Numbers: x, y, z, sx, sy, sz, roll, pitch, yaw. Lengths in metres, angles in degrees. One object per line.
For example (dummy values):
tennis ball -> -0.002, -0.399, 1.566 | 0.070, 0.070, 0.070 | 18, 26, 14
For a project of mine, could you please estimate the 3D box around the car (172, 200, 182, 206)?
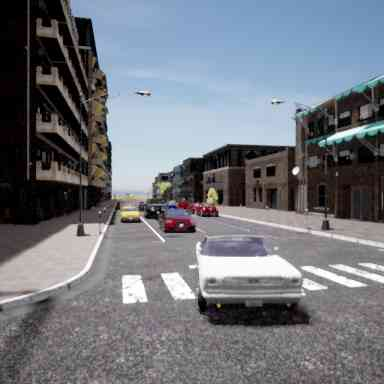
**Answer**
car -> -3.111, 2.106, 45.904 | 1.994, 1.385, 4.181 | 0, -1, -12

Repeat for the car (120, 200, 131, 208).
car -> -12.683, 2.317, 62.865 | 1.947, 1.339, 4.313 | -1, -1, -12

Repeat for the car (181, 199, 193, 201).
car -> -0.876, 1.881, 47.976 | 2.192, 1.841, 5.009 | -1, -1, -12

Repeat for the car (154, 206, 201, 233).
car -> -1.050, 1.811, 21.542 | 1.994, 1.385, 4.181 | 0, -1, -12

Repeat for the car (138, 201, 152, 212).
car -> -7.066, 2.104, 49.704 | 1.837, 1.490, 4.892 | 0, -1, -12

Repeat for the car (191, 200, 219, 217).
car -> 1.556, 1.871, 36.885 | 1.967, 1.590, 4.097 | -1, -1, -12

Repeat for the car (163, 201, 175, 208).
car -> -4.487, 2.353, 64.616 | 1.802, 1.307, 4.206 | -1, -1, -12

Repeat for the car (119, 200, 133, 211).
car -> -10.280, 2.055, 51.769 | 1.967, 1.590, 4.097 | -1, -1, -12

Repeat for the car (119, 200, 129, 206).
car -> -15.093, 2.440, 73.961 | 2.008, 1.369, 4.403 | -1, -1, -12

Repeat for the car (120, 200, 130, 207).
car -> -13.888, 2.365, 68.413 | 1.887, 1.381, 4.507 | -1, -1, -12

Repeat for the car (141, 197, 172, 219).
car -> -3.767, 1.619, 34.096 | 2.150, 2.045, 5.566 | 0, -1, -12

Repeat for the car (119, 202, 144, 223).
car -> -5.490, 1.867, 29.398 | 1.752, 1.417, 4.829 | -1, -1, -12

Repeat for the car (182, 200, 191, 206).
car -> 0.332, 2.080, 42.425 | 1.802, 1.307, 4.206 | -1, -1, -12

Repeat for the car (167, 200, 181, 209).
car -> -3.319, 2.230, 59.235 | 1.752, 1.417, 4.829 | -1, -1, -12

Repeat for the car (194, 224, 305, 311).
car -> 1.077, 1.658, 7.934 | 1.895, 1.301, 4.718 | 0, -1, 0

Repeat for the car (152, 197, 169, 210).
car -> -5.272, 1.882, 55.601 | 2.150, 2.045, 5.566 | 0, -1, -12
